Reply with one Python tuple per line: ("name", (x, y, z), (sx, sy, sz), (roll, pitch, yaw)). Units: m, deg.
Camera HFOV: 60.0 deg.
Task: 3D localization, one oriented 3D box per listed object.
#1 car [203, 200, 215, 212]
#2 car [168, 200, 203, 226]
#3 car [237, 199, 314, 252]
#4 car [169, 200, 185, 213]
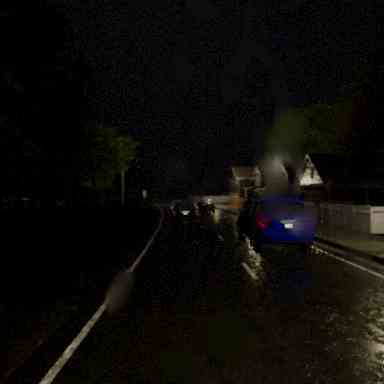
("car", (1.635, 1.710, 41.412), (2.128, 1.511, 4.902), (0, 0, -6))
("car", (-0.570, 1.511, 24.818), (2.097, 1.767, 4.553), (0, 0, -3))
("car", (3.400, 1.322, 14.571), (2.150, 2.045, 5.566), (0, 0, -2))
("car", (-1.934, 1.753, 41.851), (1.812, 1.442, 4.674), (0, 0, -6))
